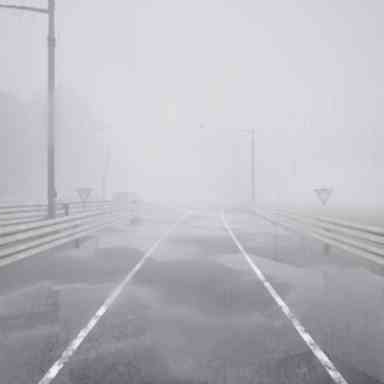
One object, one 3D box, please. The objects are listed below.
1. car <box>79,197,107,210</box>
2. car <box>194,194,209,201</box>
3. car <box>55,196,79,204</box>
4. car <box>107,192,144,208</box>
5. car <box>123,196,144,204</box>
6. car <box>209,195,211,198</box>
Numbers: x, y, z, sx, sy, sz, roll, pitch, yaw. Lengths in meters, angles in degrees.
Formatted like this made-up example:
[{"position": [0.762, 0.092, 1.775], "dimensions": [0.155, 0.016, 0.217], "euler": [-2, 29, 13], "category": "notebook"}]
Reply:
[{"position": [-10.907, 1.316, 39.084], "dimensions": [1.812, 1.442, 4.674], "euler": [0, 0, 12], "category": "car"}, {"position": [1.833, 1.405, 76.374], "dimensions": [2.033, 1.411, 5.357], "euler": [0, 0, 16], "category": "car"}, {"position": [-14.423, 1.268, 39.405], "dimensions": [1.882, 1.535, 5.008], "euler": [0, 0, 12], "category": "car"}, {"position": [-7.403, 1.012, 38.809], "dimensions": [2.150, 2.045, 5.566], "euler": [0, 0, 12], "category": "car"}, {"position": [-10.114, 1.355, 58.010], "dimensions": [1.812, 1.442, 4.674], "euler": [0, 0, 14], "category": "car"}, {"position": [3.236, 1.455, 94.097], "dimensions": [1.994, 1.385, 4.181], "euler": [0, 0, 17], "category": "car"}]
